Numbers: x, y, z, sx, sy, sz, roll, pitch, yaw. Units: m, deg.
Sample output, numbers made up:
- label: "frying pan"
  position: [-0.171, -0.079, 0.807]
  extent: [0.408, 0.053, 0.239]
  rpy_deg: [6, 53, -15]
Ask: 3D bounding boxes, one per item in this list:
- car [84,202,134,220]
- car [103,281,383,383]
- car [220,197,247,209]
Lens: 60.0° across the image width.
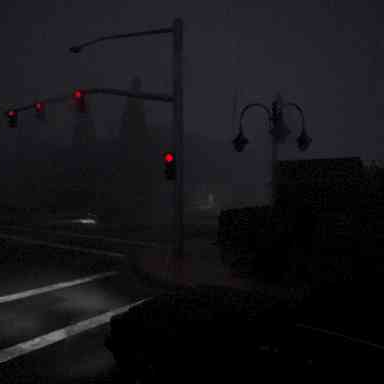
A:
- label: "car"
  position: [-6.939, 1.557, 27.981]
  extent: [1.994, 1.385, 4.181]
  rpy_deg: [0, 0, 37]
- label: "car"
  position: [1.281, 1.601, 3.147]
  extent: [4.718, 1.301, 1.895]
  rpy_deg: [0, 0, 38]
- label: "car"
  position: [5.632, 1.471, 44.648]
  extent: [1.882, 1.535, 5.008]
  rpy_deg: [0, 0, 37]
